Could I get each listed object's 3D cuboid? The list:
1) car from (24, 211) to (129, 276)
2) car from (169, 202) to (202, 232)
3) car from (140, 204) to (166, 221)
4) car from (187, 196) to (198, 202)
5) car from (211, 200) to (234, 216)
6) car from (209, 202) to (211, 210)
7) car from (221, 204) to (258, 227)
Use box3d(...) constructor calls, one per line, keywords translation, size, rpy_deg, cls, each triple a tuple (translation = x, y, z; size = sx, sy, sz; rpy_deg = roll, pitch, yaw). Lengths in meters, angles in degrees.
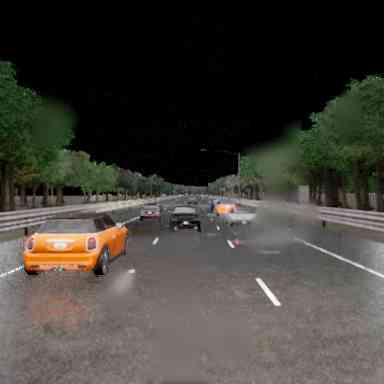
box3d(translation=(-3.397, 1.430, 10.719), size=(2.097, 1.767, 4.553), rpy_deg=(0, 0, 0), cls="car")
box3d(translation=(-0.465, 1.631, 21.487), size=(1.882, 1.535, 5.008), rpy_deg=(0, 0, -3), cls="car")
box3d(translation=(-3.391, 1.754, 29.229), size=(2.033, 1.411, 5.357), rpy_deg=(0, 0, 0), cls="car")
box3d(translation=(0.101, 1.963, 65.963), size=(1.837, 1.490, 4.892), rpy_deg=(0, -1, 0), cls="car")
box3d(translation=(3.511, 1.601, 35.400), size=(2.097, 1.767, 4.553), rpy_deg=(0, 0, 0), cls="car")
box3d(translation=(3.514, 1.803, 46.429), size=(1.882, 1.535, 5.008), rpy_deg=(0, 0, 0), cls="car")
box3d(translation=(3.507, 1.774, 24.459), size=(1.895, 1.301, 4.718), rpy_deg=(0, 0, 0), cls="car")
